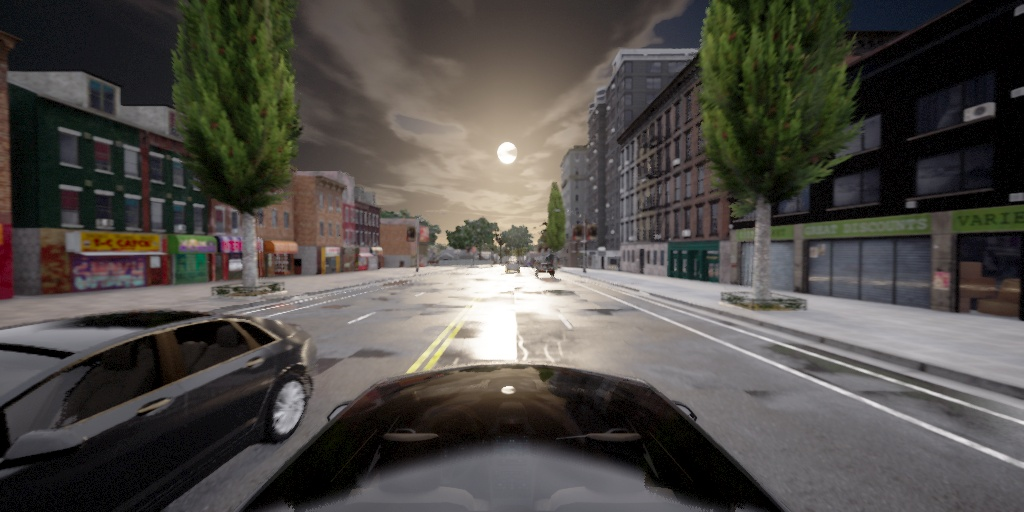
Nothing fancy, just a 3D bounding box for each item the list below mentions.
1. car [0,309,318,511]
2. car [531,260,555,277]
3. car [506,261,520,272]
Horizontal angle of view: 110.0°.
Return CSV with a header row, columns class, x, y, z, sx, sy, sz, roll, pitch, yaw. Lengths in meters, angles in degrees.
class,x,y,z,sx,sy,sz,roll,pitch,yaw
car,-3.335,1.256,2.526,1.837,1.490,4.892,0,0,0
car,3.252,1.200,36.197,1.837,1.490,4.892,0,-1,0
car,0.101,1.670,52.835,1.994,1.385,4.181,0,-1,0
